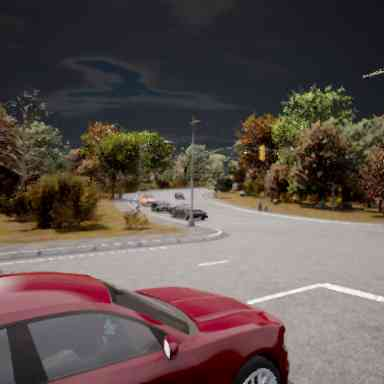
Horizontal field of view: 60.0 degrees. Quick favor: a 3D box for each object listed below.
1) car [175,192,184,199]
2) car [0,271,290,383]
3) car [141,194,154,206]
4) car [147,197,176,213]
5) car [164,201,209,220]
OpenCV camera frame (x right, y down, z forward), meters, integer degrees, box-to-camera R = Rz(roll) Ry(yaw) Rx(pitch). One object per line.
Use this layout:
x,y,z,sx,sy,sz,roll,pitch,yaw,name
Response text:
-2.637,0.662,70.331,2.033,1.411,5.357,2,2,-4,car
-1.250,1.481,2.856,5.008,1.535,1.882,0,0,-36,car
-6.492,1.167,50.102,2.097,1.767,4.553,2,2,-14,car
-3.650,1.712,40.246,1.994,1.385,4.181,2,1,-19,car
-0.430,1.843,31.535,2.033,1.411,5.357,2,0,-26,car
